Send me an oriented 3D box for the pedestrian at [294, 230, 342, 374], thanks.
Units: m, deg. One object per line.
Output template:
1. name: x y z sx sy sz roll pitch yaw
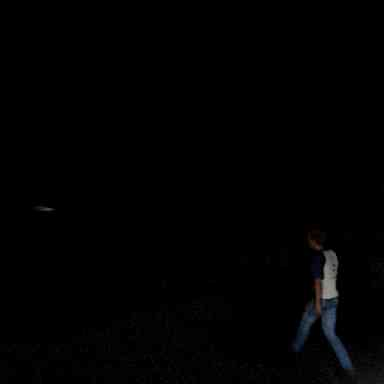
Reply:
1. pedestrian: 1.613 1.294 4.276 0.375 1.860 0.375 0 0 -36
